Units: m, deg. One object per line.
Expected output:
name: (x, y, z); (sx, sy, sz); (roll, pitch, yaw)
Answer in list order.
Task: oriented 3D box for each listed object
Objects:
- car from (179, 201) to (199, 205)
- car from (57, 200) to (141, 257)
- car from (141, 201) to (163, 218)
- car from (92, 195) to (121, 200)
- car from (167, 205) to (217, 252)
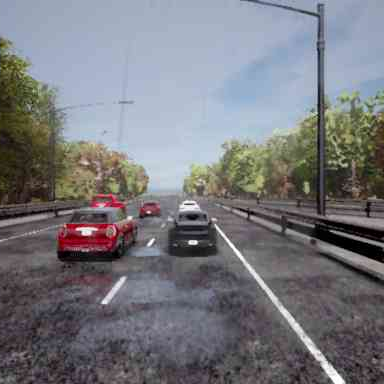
car: (-0.245, 1.558, 30.712); (1.812, 1.442, 4.674); (0, 0, -1)
car: (-3.479, 1.361, 13.047); (2.097, 1.767, 4.553); (0, 0, 0)
car: (-3.747, 1.559, 30.793); (1.812, 1.442, 4.674); (0, 0, -1)
car: (-7.205, 1.253, 28.795); (2.150, 2.045, 5.566); (0, 0, -1)
car: (0.013, 1.514, 14.012); (1.837, 1.490, 4.892); (0, 0, -1)
